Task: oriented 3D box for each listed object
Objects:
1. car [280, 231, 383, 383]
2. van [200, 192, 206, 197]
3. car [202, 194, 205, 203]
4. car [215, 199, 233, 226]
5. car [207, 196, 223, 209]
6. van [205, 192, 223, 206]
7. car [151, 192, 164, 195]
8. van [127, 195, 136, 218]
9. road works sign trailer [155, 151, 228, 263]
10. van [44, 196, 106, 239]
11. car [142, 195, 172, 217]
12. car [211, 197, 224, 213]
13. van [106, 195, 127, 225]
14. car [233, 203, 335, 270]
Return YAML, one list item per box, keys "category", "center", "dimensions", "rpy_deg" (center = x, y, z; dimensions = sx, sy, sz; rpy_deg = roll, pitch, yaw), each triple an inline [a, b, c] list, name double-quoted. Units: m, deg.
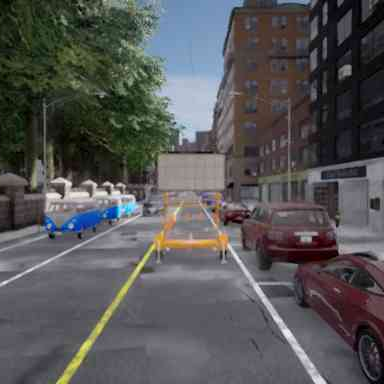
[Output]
- category: "car"
  center: [2.844, 1.546, 4.989]
  dimensions: [1.802, 1.307, 4.206]
  rpy_deg: [0, 0, 0]
- category: "van"
  center: [2.737, 0.908, 55.929]
  dimensions: [1.690, 1.788, 3.998]
  rpy_deg: [0, 0, 0]
- category: "car"
  center: [2.761, 1.207, 44.611]
  dimensions: [1.887, 1.381, 4.507]
  rpy_deg: [0, 0, 0]
- category: "car"
  center: [2.809, 1.386, 21.970]
  dimensions: [1.887, 1.381, 4.507]
  rpy_deg: [0, 0, 0]
- category: "car"
  center: [2.785, 1.335, 33.290]
  dimensions: [1.802, 1.307, 4.206]
  rpy_deg: [0, 0, 0]
- category: "van"
  center: [2.772, 1.049, 38.949]
  dimensions: [1.690, 1.788, 3.998]
  rpy_deg: [0, 0, 0]
- category: "car"
  center: [-5.788, 0.886, 55.871]
  dimensions: [2.192, 1.841, 5.009]
  rpy_deg: [0, 0, 0]
- category: "van"
  center: [-5.729, 1.142, 27.583]
  dimensions: [1.690, 1.788, 3.998]
  rpy_deg: [0, 0, 0]
- category: "road works sign trailer"
  center: [-0.025, 0.383, 11.590]
  dimensions: [2.380, 3.560, 2.880]
  rpy_deg: [0, 0, 0]
- category: "van"
  center: [-5.705, 1.228, 16.267]
  dimensions: [1.690, 1.788, 3.998]
  rpy_deg: [0, 0, 0]
- category: "car"
  center: [-3.158, 1.281, 28.958]
  dimensions: [2.128, 1.511, 4.902]
  rpy_deg: [0, 0, 0]
- category: "car"
  center: [2.797, 1.380, 27.630]
  dimensions: [1.802, 1.307, 4.206]
  rpy_deg: [0, 0, 0]
- category: "van"
  center: [-5.717, 1.186, 21.925]
  dimensions: [1.690, 1.788, 3.998]
  rpy_deg: [0, 0, 0]
- category: "car"
  center: [2.831, 1.239, 10.647]
  dimensions: [2.192, 1.841, 5.009]
  rpy_deg: [0, 0, 0]
